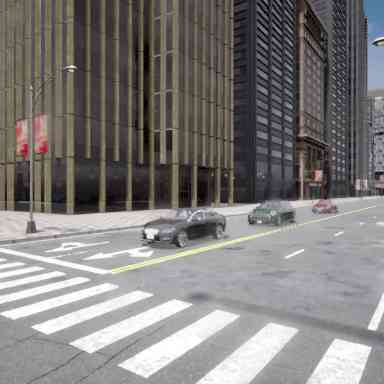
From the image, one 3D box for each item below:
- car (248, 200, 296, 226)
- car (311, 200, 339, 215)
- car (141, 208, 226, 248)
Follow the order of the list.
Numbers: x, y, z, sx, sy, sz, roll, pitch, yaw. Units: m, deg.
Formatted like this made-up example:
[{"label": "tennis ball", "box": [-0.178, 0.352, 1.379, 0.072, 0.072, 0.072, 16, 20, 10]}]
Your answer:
[{"label": "car", "box": [5.691, 1.369, 23.411, 2.097, 1.767, 4.553, 0, 0, 36]}, {"label": "car", "box": [14.093, 1.559, 35.116, 1.812, 1.442, 4.674, 0, 0, 36]}, {"label": "car", "box": [-0.225, 1.498, 15.152, 2.128, 1.511, 4.902, 0, 0, 36]}]
